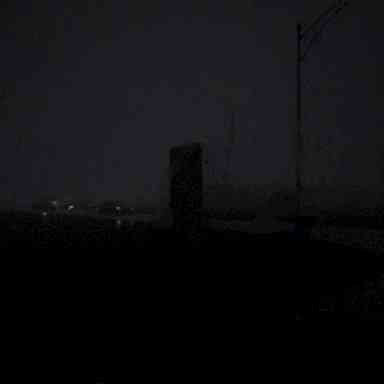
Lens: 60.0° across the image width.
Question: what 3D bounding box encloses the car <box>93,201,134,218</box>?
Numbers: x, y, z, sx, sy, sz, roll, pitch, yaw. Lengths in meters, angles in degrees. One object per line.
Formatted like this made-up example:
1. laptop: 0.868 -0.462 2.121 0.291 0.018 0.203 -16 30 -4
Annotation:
1. car: -8.133 1.702 35.229 2.097 1.767 4.553 0 0 -45

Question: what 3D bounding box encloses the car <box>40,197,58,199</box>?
1. car: -23.309 1.784 53.537 5.566 2.045 2.150 -1 0 43

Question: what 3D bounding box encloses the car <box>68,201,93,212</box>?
1. car: -15.613 1.954 46.542 4.902 1.511 2.128 -1 0 43

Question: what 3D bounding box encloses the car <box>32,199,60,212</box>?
1. car: -21.432 2.092 48.124 4.892 1.490 1.837 -1 0 42
